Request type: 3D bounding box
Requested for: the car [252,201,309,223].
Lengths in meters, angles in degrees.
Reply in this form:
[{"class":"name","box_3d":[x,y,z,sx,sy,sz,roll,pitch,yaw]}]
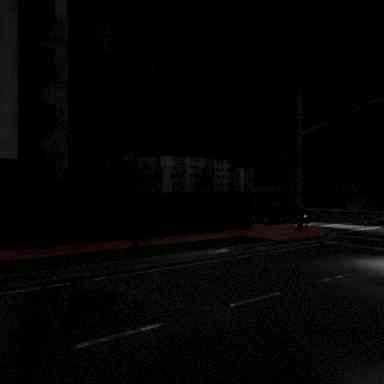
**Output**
[{"class":"car","box_3d":[6.746,1.491,26.051,2.128,1.511,4.902,0,0,-36]}]
